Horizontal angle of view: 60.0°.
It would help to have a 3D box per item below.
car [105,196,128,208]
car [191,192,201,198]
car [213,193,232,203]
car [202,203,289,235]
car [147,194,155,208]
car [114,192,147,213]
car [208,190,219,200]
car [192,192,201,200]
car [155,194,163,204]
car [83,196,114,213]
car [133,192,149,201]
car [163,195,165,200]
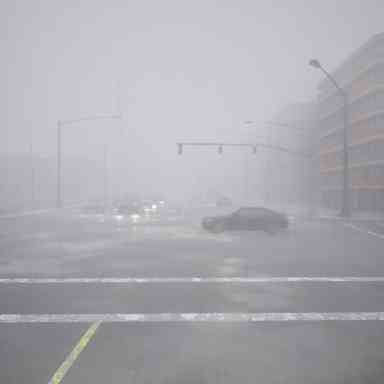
[{"bbox_3d":[-9.793,1.314,43.557,1.994,1.385,4.181,0,1,0],"label":"car"},{"bbox_3d":[0.912,0.649,75.820,2.033,1.411,5.357,0,1,0],"label":"car"},{"bbox_3d":[4.417,1.259,46.784,1.994,1.385,4.181,0,1,0],"label":"car"},{"bbox_3d":[2.854,1.494,18.079,4.674,1.442,1.812,0,0,-1],"label":"car"},{"bbox_3d":[-6.293,1.277,43.453,1.812,1.442,4.674,0,1,0],"label":"car"},{"bbox_3d":[-6.323,1.226,34.571,2.097,1.767,4.553,0,1,0],"label":"car"},{"bbox_3d":[4.491,0.513,69.710,2.150,2.045,5.566,0,1,0],"label":"car"},{"bbox_3d":[0.880,0.959,65.843,1.895,1.301,4.718,0,1,0],"label":"car"},{"bbox_3d":[-6.257,1.080,52.734,2.128,1.511,4.902,0,1,0],"label":"car"},{"bbox_3d":[-9.821,1.225,34.915,2.097,1.767,4.553,0,1,0],"label":"car"},{"bbox_3d":[-9.679,0.896,63.252,2.128,1.511,4.902,0,1,1],"label":"car"},{"bbox_3d":[-6.185,1.012,62.863,1.895,1.301,4.718,0,1,1],"label":"car"}]
